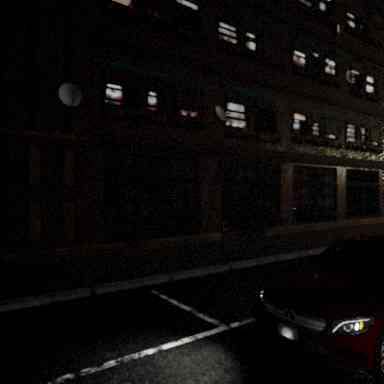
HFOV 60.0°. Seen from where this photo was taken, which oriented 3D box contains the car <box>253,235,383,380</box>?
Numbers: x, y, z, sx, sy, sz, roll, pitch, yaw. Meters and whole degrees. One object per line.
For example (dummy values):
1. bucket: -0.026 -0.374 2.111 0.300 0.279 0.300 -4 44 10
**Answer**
1. car: 3.104 1.518 5.579 4.674 1.442 1.812 0 0 -36
